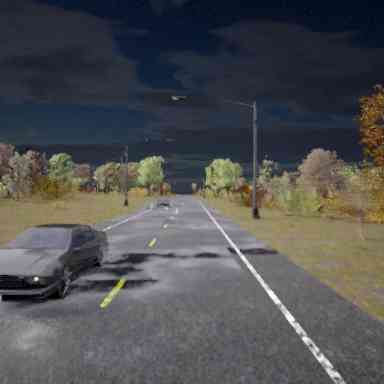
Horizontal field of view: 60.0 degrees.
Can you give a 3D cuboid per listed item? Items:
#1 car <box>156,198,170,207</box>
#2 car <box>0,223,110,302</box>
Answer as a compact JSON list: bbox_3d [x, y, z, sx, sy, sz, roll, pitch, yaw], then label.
[{"bbox_3d":[-4.482,1.612,50.826,1.994,1.385,4.181,0,0,-6],"label":"car"},{"bbox_3d":[-3.598,1.552,8.722,2.033,1.411,5.357,0,0,0],"label":"car"}]
